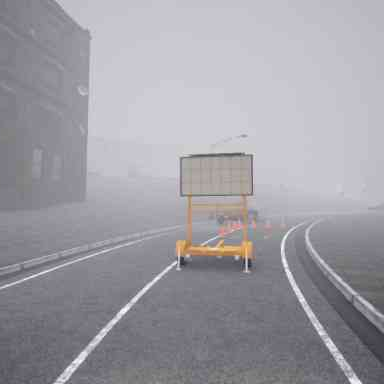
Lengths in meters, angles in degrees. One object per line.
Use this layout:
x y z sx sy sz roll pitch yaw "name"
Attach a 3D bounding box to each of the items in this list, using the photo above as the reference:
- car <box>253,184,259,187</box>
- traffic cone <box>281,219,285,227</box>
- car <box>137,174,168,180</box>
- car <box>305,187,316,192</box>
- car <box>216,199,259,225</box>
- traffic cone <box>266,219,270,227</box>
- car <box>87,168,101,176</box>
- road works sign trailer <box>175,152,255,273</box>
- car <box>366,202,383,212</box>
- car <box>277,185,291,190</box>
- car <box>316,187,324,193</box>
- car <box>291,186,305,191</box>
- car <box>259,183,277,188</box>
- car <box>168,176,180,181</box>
11.069 -1.501 69.397 4.553 1.767 2.185 3 -6 -36 "car"
6.250 2.136 22.871 0.340 0.580 0.340 -2 -1 17 "traffic cone"
-7.141 -2.323 56.839 4.892 1.521 2.231 2 -5 -33 "car"
28.265 -0.376 83.550 4.553 1.767 2.185 4 -6 -41 "car"
3.940 1.604 27.983 2.150 2.045 5.566 -3 -2 29 "car"
5.296 2.166 23.161 0.340 0.580 0.340 -2 -1 17 "traffic cone"
-16.335 -2.839 50.930 4.553 1.767 2.185 2 -5 -33 "car"
0.840 0.530 11.043 2.380 3.560 2.880 -1 -1 12 "road works sign trailer"
30.318 2.453 53.975 5.008 1.535 1.882 1 -4 -32 "car"
19.892 -0.794 76.339 4.674 1.452 2.002 4 -6 -39 "car"
32.405 -0.164 87.333 5.566 2.045 2.435 5 -6 -42 "car"
24.038 -0.560 79.825 4.892 1.521 2.231 4 -6 -40 "car"
15.596 -1.073 72.885 4.792 1.488 2.163 3 -6 -38 "car"
-2.507 -2.114 59.832 4.892 1.521 2.231 3 -5 -33 "car"
